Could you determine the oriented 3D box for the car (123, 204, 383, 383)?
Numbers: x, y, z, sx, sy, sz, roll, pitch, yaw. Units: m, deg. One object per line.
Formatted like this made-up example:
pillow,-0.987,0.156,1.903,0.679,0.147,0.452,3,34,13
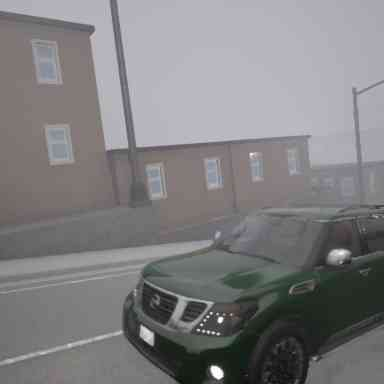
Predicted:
car,1.755,1.238,5.270,5.566,2.045,2.150,0,0,-35
